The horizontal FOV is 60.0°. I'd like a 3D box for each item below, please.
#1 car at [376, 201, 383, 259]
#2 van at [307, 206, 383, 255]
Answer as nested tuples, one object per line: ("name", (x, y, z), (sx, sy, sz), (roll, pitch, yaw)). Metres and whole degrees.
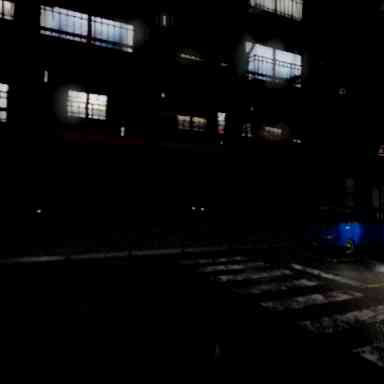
("car", (9.640, 1.408, 12.199), (5.566, 2.045, 2.150), (1, 0, -25))
("van", (6.551, 1.474, 13.472), (3.998, 1.788, 1.690), (1, 0, -25))
